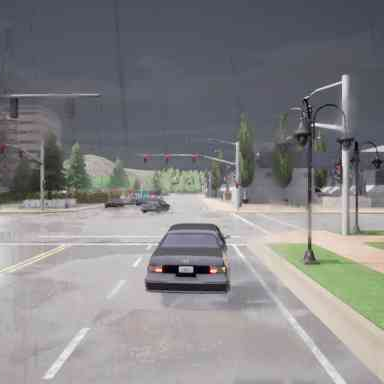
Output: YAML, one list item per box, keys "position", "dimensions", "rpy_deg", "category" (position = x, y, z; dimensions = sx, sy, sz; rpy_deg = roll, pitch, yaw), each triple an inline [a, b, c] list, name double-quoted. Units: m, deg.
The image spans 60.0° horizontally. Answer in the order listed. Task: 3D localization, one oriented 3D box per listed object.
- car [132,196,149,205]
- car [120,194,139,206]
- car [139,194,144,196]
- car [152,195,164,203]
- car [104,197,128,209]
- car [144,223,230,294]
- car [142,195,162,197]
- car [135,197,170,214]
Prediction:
- position: [-7.064, 1.601, 48.797]
  dimensions: [1.895, 1.301, 4.718]
  rpy_deg: [0, 0, 0]
  category: "car"
- position: [-10.565, 1.491, 54.798]
  dimensions: [2.128, 1.511, 4.902]
  rpy_deg: [0, 0, 0]
  category: "car"
- position: [-10.508, 1.547, 65.263]
  dimensions: [2.033, 1.411, 5.357]
  rpy_deg: [0, 0, 1]
  category: "car"
- position: [-6.975, 1.492, 68.709]
  dimensions: [2.128, 1.511, 4.902]
  rpy_deg: [0, 0, 0]
  category: "car"
- position: [-10.572, 1.601, 45.531]
  dimensions: [1.895, 1.301, 4.718]
  rpy_deg: [0, 0, 0]
  category: "car"
- position: [0.059, 1.547, 8.951]
  dimensions: [2.033, 1.411, 5.357]
  rpy_deg: [0, 0, 4]
  category: "car"
- position: [-7.051, 1.547, 58.442]
  dimensions: [2.033, 1.411, 5.357]
  rpy_deg: [0, 0, 0]
  category: "car"
- position: [-3.864, 1.547, 35.674]
  dimensions: [2.033, 1.411, 5.357]
  rpy_deg: [0, 0, 13]
  category: "car"
